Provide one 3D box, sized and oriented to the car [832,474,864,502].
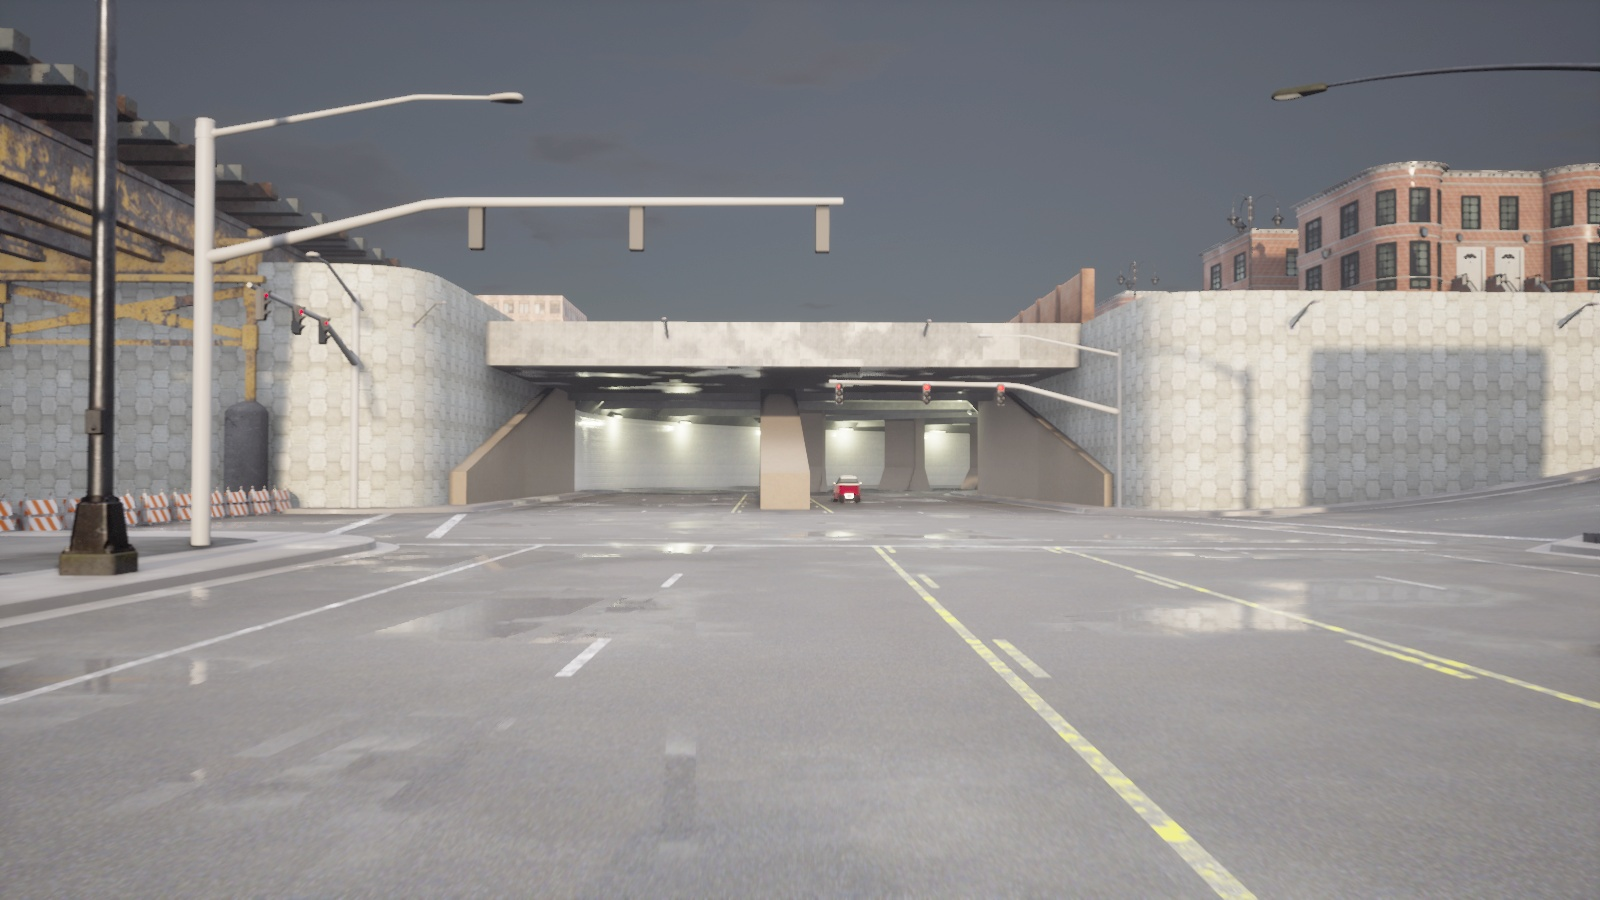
[{"bbox_3d":[2.417,1.918,63.250,1.481,1.376,2.207,0,-1,-2],"label":"car"}]
